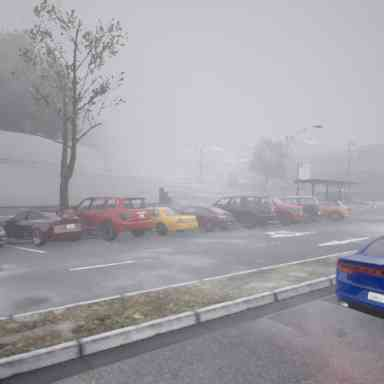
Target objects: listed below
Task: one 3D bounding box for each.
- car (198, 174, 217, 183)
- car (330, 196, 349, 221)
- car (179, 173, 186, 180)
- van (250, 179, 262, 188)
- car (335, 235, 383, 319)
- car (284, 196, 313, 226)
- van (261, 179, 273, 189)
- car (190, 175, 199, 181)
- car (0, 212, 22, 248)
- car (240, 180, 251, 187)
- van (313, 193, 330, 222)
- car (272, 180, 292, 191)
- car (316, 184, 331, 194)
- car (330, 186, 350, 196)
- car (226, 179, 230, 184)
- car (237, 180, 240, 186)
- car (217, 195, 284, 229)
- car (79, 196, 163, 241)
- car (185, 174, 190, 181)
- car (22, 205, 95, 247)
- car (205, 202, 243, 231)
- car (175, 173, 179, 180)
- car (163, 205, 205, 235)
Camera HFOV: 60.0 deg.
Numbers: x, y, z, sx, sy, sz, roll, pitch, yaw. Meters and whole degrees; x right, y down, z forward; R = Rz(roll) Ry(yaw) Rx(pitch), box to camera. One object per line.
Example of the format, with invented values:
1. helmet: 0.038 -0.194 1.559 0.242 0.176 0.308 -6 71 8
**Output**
1. car: 4.578 -3.177 85.525 1.946 1.575 5.366 7 3 34
2. car: 10.279 1.402 27.312 4.553 1.767 2.185 -1 -1 35
3. car: -0.791 -4.086 92.725 2.185 1.767 4.553 4 1 34
4. van: 14.818 -1.765 70.492 1.878 1.987 4.442 7 4 35
5. car: 4.885 1.487 6.601 5.008 1.535 1.882 0 0 -35
6. car: 5.328 1.266 23.896 5.566 2.045 2.435 -1 -1 35
7. van: 16.545 -1.492 68.019 1.878 1.987 4.442 7 4 35
8. car: 2.729 -3.700 87.786 2.435 2.045 5.566 7 3 34
9. car: -9.413 1.493 13.500 4.892 1.521 2.231 -1 -1 35
10. car: 13.246 -1.813 73.225 1.946 1.575 5.366 7 3 35
11. van: 7.868 1.296 25.563 4.442 1.987 1.878 -1 -1 35
12. car: 18.303 -0.993 65.655 2.231 1.521 4.892 7 3 35
13. car: 23.506 -0.427 58.265 2.435 2.045 5.566 7 3 35
14. car: 25.195 0.135 55.791 2.002 1.452 4.674 7 3 35
15. car: 9.677 -2.318 78.010 2.002 1.452 4.674 7 3 35
16. car: 11.417 -2.044 75.547 2.002 1.452 4.674 7 4 35
17. car: 2.813 1.262 22.193 5.566 2.045 2.435 -1 -1 35
18. car: -4.545 1.247 16.987 5.566 2.045 2.435 -1 -1 35
19. car: 0.937 -3.851 90.254 2.185 1.767 4.553 6 3 34
20. car: -6.991 1.524 15.244 4.792 1.488 2.163 -1 -1 35
21. car: 0.385 1.548 20.438 4.674 1.452 2.002 -1 -1 35
22. car: -2.560 -4.363 95.075 2.435 2.045 5.566 1 -1 34
23. car: -2.223 1.502 18.812 5.366 1.575 1.946 -1 -1 35
